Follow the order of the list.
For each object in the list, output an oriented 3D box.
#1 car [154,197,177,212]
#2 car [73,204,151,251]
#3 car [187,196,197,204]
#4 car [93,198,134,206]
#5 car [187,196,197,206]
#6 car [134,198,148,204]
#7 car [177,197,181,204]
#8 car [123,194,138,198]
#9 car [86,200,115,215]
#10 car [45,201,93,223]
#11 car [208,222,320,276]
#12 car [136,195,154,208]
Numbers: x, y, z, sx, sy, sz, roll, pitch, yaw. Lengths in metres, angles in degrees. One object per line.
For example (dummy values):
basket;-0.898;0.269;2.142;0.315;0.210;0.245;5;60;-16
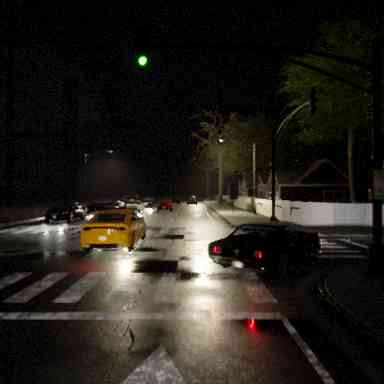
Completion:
car;-3.143;1.572;39.952;1.812;1.442;4.674;0;0;0
car;-3.146;1.487;14.194;1.882;1.535;5.008;0;0;0
car;0.012;1.601;67.589;2.128;1.511;4.902;0;0;0
car;-6.589;1.518;27.816;2.128;1.511;4.902;0;0;0
car;0.010;1.629;57.169;2.033;1.411;5.357;0;0;0
car;-6.585;1.644;37.799;1.895;1.301;4.718;0;0;0
car;-3.174;1.625;64.846;1.812;1.442;4.674;0;0;0
car;-9.785;1.297;53.790;2.150;2.045;5.566;0;0;0
car;-9.837;1.603;35.977;1.994;1.385;4.181;0;0;0
car;-9.842;1.516;26.248;2.128;1.511;4.902;0;0;0
car;2.517;1.607;10.513;1.895;1.301;4.718;0;0;36
car;-6.574;1.555;49.628;2.128;1.511;4.902;0;0;0
